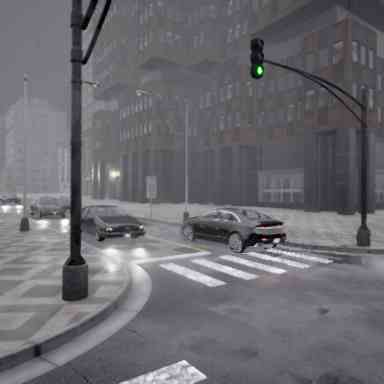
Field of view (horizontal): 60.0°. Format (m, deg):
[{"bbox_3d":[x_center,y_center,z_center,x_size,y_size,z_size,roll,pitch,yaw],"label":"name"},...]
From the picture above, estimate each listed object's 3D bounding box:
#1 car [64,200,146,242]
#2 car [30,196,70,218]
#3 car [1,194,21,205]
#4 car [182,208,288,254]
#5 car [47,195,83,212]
[{"bbox_3d":[-4.139,1.342,15.665,2.033,1.411,5.357,0,1,-35],"label":"car"},{"bbox_3d":[-11.044,1.133,25.410,1.837,1.490,4.892,0,2,-35],"label":"car"},{"bbox_3d":[-23.494,0.943,43.131,1.895,1.301,4.718,0,0,-35],"label":"car"},{"bbox_3d":[1.448,1.378,13.140,2.128,1.511,4.902,0,1,-35],"label":"car"},{"bbox_3d":[-12.765,1.102,33.192,2.033,1.411,5.357,0,1,-35],"label":"car"}]
